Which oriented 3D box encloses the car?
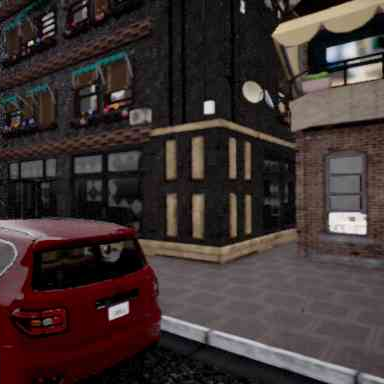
[{"bbox_3d":[-2.700,1.296,4.818,5.009,1.841,2.192,0,-1,36],"label":"car"}]
